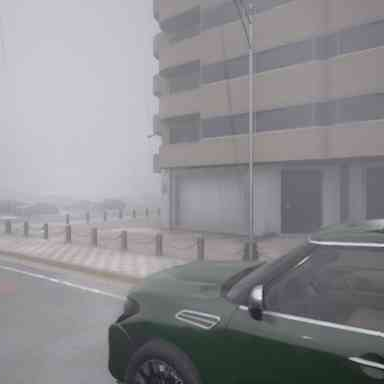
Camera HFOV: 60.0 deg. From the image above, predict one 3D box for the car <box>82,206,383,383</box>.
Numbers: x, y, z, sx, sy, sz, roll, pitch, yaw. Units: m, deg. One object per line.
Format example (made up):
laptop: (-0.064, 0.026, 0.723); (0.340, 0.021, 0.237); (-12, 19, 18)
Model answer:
car: (1.766, 1.222, 2.744); (5.566, 2.045, 2.150); (0, 0, 35)

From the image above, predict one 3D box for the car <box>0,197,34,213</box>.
car: (-18.916, 1.547, 33.385); (2.128, 1.511, 4.902); (0, 0, 35)

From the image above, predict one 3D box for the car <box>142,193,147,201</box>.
car: (-9.592, 1.211, 76.199); (1.905, 1.878, 3.866); (0, 0, 35)

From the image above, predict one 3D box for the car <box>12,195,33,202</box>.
car: (-38.058, 1.419, 74.821); (1.784, 1.438, 3.905); (0, 0, 35)

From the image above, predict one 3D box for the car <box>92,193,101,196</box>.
car: (-25.669, 1.211, 87.450); (1.905, 1.878, 3.866); (0, 0, 35)

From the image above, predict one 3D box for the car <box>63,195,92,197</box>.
car: (-21.847, 1.451, 63.463); (1.970, 1.475, 3.806); (0, 0, 35)

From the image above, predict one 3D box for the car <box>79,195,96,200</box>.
car: (-28.032, 1.451, 89.124); (1.970, 1.475, 3.806); (0, 0, 35)

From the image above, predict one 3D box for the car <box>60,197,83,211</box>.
car: (-13.720, 1.619, 40.833); (1.994, 1.385, 4.181); (0, 0, 35)

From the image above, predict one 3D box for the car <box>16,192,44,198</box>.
car: (-35.725, 1.208, 73.103); (1.932, 1.855, 4.605); (0, 0, 35)

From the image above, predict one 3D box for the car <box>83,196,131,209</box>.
car: (-10.103, 1.547, 39.901); (2.128, 1.511, 4.902); (0, 0, 35)

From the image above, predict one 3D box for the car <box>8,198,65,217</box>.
car: (-15.178, 1.619, 32.627); (1.994, 1.385, 4.181); (0, 0, 35)

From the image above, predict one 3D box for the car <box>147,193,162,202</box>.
car: (-7.255, 1.209, 74.491); (1.932, 1.855, 4.605); (0, 0, 35)
